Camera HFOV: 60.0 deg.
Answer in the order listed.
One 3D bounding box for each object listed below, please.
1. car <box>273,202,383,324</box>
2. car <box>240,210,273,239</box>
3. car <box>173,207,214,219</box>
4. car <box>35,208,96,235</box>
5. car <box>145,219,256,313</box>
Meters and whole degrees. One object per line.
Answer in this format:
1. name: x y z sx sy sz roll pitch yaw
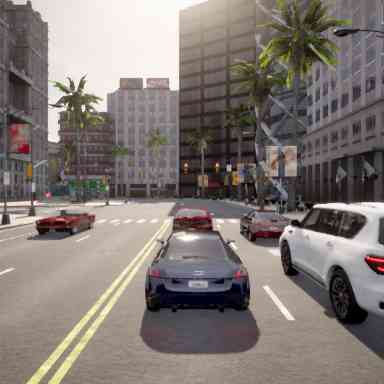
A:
1. car: 3.599 1.222 7.270 2.150 2.045 5.566 0 0 0
2. car: 3.593 1.564 16.635 1.994 1.385 4.181 0 0 0
3. car: 0.086 1.478 16.756 1.882 1.535 5.008 0 0 2
4. car: -7.008 1.621 18.883 1.895 1.301 4.718 0 0 0
5. car: 0.087 1.562 7.770 1.994 1.385 4.181 0 0 -1
